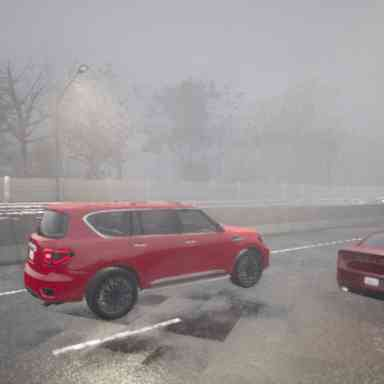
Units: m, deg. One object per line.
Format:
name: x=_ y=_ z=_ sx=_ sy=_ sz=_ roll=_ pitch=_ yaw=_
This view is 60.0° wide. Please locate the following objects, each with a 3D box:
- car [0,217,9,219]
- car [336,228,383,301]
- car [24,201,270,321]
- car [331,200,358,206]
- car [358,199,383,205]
car: x=-10.312 y=1.505 z=13.834 sx=4.892 sy=1.490 sz=1.837 roll=0 pitch=0 yaw=-36
car: x=5.301 y=1.486 z=7.528 sx=5.008 sy=1.535 sz=1.882 roll=0 pitch=0 yaw=-36
car: x=-0.705 y=1.225 z=7.549 sx=5.566 sy=2.045 sz=2.150 roll=0 pitch=0 yaw=-35
car: x=20.650 y=1.672 z=44.495 sx=4.718 sy=1.301 sz=1.895 roll=0 pitch=0 yaw=-35
car: x=23.547 y=1.638 z=42.261 sx=4.181 sy=1.385 sz=1.994 roll=0 pitch=0 yaw=-35
